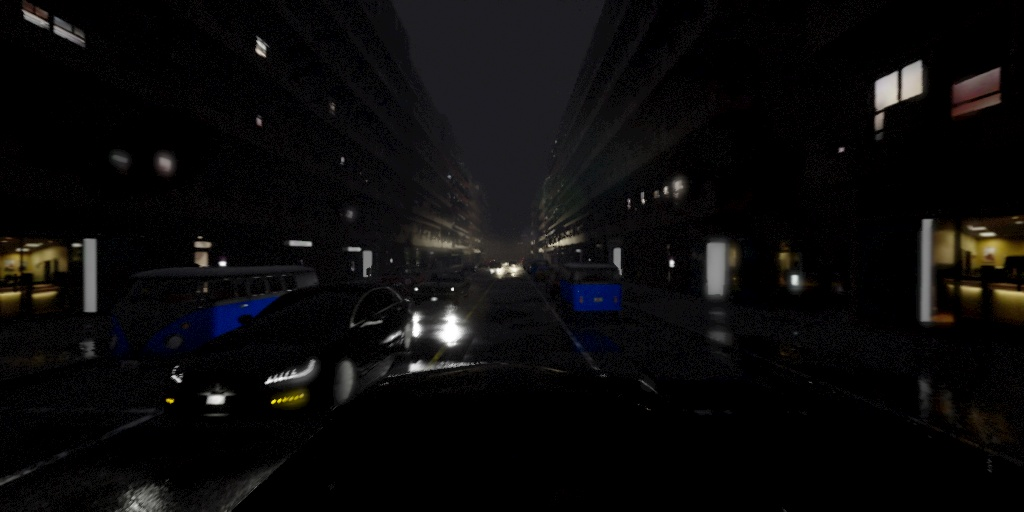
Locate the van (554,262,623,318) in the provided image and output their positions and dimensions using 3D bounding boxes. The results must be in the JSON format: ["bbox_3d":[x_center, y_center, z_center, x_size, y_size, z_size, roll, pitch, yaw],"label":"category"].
[{"bbox_3d":[2.717,1.143,13.073,1.690,1.789,3.998,0,0,0],"label":"van"}]

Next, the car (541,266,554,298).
[{"bbox_3d":[2.731,1.407,18.758,1.802,1.307,4.207,0,0,0],"label":"car"}]

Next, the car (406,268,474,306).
[{"bbox_3d":[-3.056,1.402,16.327,1.895,1.301,4.718,0,0,0],"label":"car"}]

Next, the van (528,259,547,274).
[{"bbox_3d":[2.781,1.243,35.812,1.690,1.789,3.998,0,0,0],"label":"van"}]

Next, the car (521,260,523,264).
[{"bbox_3d":[2.847,1.561,58.550,1.888,1.381,4.507,0,0,0],"label":"car"}]

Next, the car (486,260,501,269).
[{"bbox_3d":[-2.858,1.521,62.535,2.128,1.511,4.902,0,0,1],"label":"car"}]

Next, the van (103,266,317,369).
[{"bbox_3d":[-5.661,1.100,7.415,1.690,1.789,3.998,0,0,0],"label":"van"}]

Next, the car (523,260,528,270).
[{"bbox_3d":[2.815,1.523,47.181,1.948,1.339,4.313,0,0,0],"label":"car"}]

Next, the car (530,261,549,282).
[{"bbox_3d":[2.765,1.401,30.297,1.751,1.417,4.829,0,0,0],"label":"car"}]

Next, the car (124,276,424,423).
[{"bbox_3d":[-3.092,1.265,6.181,1.837,1.490,4.892,0,0,0],"label":"car"}]

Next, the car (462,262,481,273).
[{"bbox_3d":[-5.566,1.519,47.208,1.802,1.307,4.207,0,0,0],"label":"car"}]

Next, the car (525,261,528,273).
[{"bbox_3d":[2.798,1.511,41.497,1.802,1.307,4.207,0,0,0],"label":"car"}]

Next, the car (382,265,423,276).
[{"bbox_3d":[-5.659,1.245,18.785,1.967,1.591,4.097,0,0,0],"label":"car"}]

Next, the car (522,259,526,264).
[{"bbox_3d":[2.831,1.568,52.866,1.802,1.307,4.207,0,0,0],"label":"car"}]
